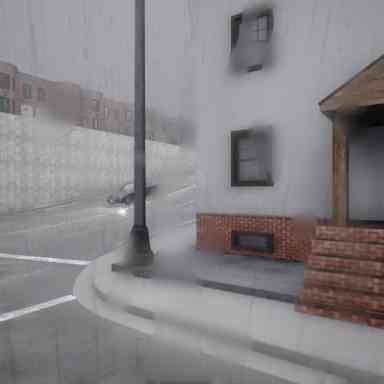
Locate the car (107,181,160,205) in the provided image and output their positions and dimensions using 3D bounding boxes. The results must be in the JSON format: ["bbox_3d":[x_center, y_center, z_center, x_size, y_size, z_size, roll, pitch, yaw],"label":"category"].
[{"bbox_3d":[-4.452,-0.072,25.706,1.812,1.442,4.674,0,12,36],"label":"car"}]
